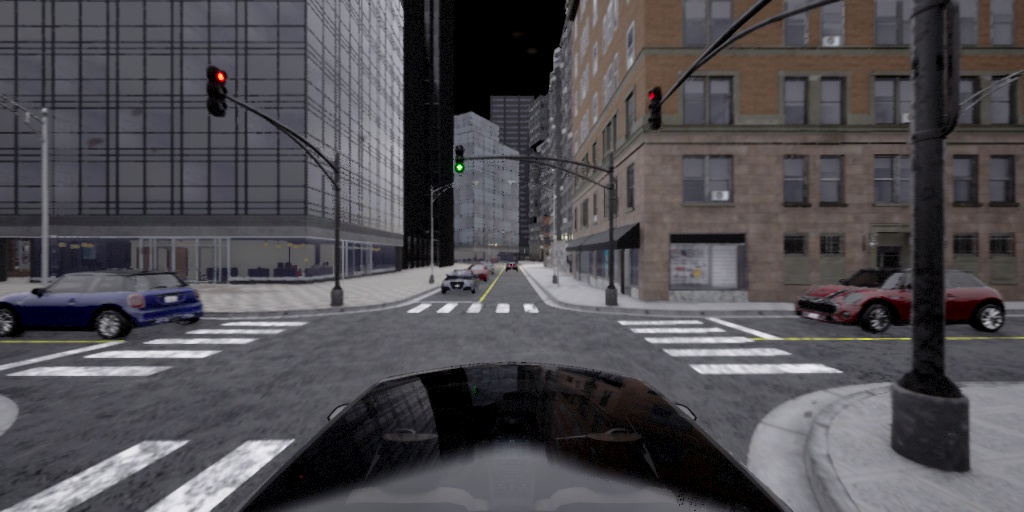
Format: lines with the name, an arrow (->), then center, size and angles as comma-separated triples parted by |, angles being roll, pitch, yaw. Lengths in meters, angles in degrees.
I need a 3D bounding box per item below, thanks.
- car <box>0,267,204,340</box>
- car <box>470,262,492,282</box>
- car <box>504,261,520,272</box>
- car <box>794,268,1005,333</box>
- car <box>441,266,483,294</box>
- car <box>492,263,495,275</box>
car -> -11.329, 1.185, 9.901 | 4.553, 1.767, 2.097 | 0, 0, 5
car -> -3.095, 1.477, 32.488 | 1.882, 1.535, 5.008 | 0, 0, 0
car -> -0.010, 1.531, 51.983 | 1.837, 1.490, 4.892 | 0, 0, 0
car -> 10.919, 1.124, 10.371 | 4.553, 1.767, 2.097 | 0, 0, -1
car -> -3.101, 1.512, 22.217 | 1.994, 1.385, 4.181 | 0, 0, 0
car -> -3.085, 1.514, 44.099 | 2.128, 1.511, 4.902 | 0, 0, 0
